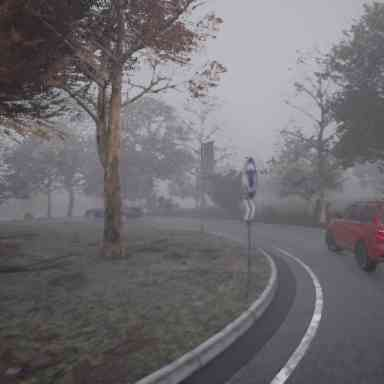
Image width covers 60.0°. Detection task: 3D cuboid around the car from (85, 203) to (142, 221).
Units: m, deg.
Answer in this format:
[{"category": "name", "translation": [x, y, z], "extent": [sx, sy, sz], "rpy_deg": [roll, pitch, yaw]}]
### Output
[{"category": "car", "translation": [-6.736, 1.645, 28.416], "extent": [5.008, 1.535, 1.882], "rpy_deg": [0, -1, 16]}]

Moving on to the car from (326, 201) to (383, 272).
[{"category": "car", "translation": [6.232, 1.325, 11.105], "extent": [2.150, 2.045, 5.566], "rpy_deg": [0, 0, 8]}]
